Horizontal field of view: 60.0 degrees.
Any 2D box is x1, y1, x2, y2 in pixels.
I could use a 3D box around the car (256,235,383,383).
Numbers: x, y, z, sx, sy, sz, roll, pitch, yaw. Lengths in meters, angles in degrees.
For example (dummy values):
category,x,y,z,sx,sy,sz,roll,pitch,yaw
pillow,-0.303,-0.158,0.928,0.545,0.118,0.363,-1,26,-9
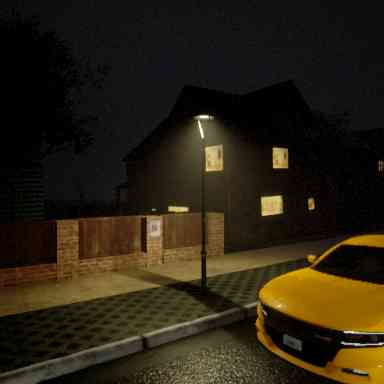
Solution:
category,x,y,z,sx,sy,sz,roll,pitch,yaw
car,3.168,1.478,5.352,5.008,1.535,1.882,0,0,-37
